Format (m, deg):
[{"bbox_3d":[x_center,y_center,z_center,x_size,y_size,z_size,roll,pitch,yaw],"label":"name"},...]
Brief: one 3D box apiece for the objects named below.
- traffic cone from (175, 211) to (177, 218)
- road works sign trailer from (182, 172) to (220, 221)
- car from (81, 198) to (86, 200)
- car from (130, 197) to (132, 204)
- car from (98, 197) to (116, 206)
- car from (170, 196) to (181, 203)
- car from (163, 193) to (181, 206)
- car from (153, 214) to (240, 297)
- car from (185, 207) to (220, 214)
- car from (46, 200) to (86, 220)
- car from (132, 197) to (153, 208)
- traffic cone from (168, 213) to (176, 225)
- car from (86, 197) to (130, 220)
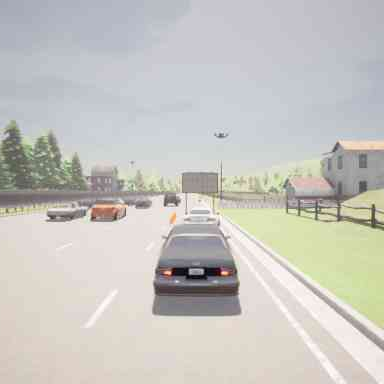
[{"bbox_3d":[-1.456,1.955,25.127,0.340,0.580,0.340,0,0,0],"label":"traffic cone"},{"bbox_3d":[0.514,0.464,22.045,2.380,3.560,2.880,0,0,-4],"label":"road works sign trailer"},{"bbox_3d":[-13.825,1.547,44.176,2.033,1.411,5.357,0,0,-1],"label":"car"},{"bbox_3d":[-10.330,1.547,56.167,2.033,1.411,5.357,0,0,0],"label":"car"},{"bbox_3d":[-13.832,1.564,54.390,1.994,1.385,4.181,0,0,0],"label":"car"},{"bbox_3d":[-3.315,1.564,68.522,1.994,1.385,4.181,0,0,0],"label":"car"},{"bbox_3d":[-3.334,1.221,53.307,2.150,2.045,5.566,0,0,0],"label":"car"},{"bbox_3d":[0.108,1.547,8.770,2.033,1.411,5.357,0,0,1],"label":"car"},{"bbox_3d":[0.552,1.538,18.431,1.812,1.442,4.674,0,-1,5],"label":"car"},{"bbox_3d":[-10.364,1.601,28.036,1.895,1.301,4.718,0,0,0],"label":"car"},{"bbox_3d":[-6.851,1.548,47.932,2.033,1.411,5.357,0,0,0],"label":"car"},{"bbox_3d":[-1.459,1.955,23.127,0.340,0.580,0.340,0,0,0],"label":"traffic cone"},{"bbox_3d":[-6.865,1.350,27.842,2.097,1.767,4.553,0,0,0],"label":"car"}]
